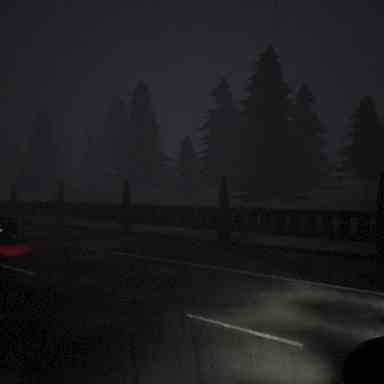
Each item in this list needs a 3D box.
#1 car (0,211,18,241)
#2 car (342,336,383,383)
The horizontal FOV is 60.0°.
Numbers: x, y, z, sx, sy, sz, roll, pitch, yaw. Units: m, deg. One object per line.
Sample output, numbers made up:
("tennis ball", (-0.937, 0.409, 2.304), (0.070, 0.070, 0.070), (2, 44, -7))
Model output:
("car", (-10.104, 1.466, 15.496), (5.008, 1.535, 1.882), (0, 0, 36))
("car", (3.271, 1.527, 1.658), (4.674, 1.442, 1.812), (0, 0, 36))
